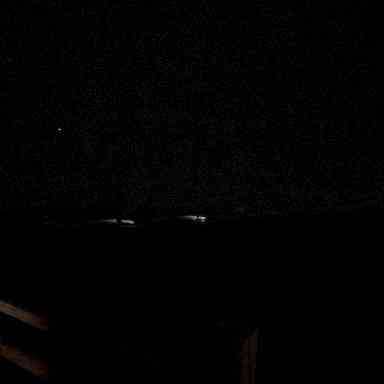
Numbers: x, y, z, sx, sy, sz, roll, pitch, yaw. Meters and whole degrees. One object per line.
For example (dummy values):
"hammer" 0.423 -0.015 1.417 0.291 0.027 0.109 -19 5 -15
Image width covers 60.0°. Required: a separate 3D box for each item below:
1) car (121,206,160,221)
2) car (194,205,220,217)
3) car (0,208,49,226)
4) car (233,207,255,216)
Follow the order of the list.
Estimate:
"car" -5.647 2.316 36.910 1.837 1.490 4.892 3 0 36
"car" 2.246 2.711 47.852 1.837 1.490 4.892 3 1 36
"car" -13.835 1.920 25.517 2.033 1.411 5.357 3 0 36
"car" 8.000 3.030 50.869 1.812 1.442 4.674 3 0 36
